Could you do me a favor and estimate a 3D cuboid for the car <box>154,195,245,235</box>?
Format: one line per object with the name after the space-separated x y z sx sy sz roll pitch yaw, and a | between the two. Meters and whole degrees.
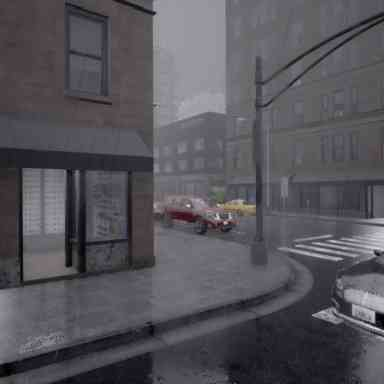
0.145 1.139 18.085 2.192 1.841 5.009 1 0 -36 | car

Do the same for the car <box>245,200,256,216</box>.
3.690 1.224 27.672 1.752 1.417 4.829 1 0 -36 | car

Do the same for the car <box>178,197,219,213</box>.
0.553 1.205 31.960 1.802 1.307 4.206 1 0 -36 | car

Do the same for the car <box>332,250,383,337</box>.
4.663 1.491 5.904 4.902 1.511 2.128 0 0 -27 | car

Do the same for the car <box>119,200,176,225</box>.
-3.095 1.289 22.510 1.887 1.381 4.507 1 0 -36 | car
